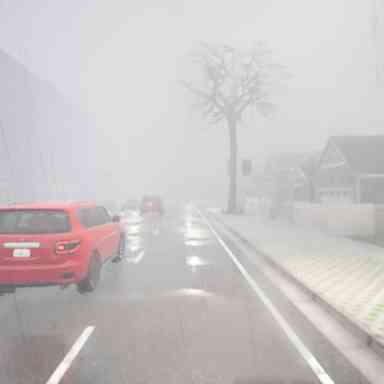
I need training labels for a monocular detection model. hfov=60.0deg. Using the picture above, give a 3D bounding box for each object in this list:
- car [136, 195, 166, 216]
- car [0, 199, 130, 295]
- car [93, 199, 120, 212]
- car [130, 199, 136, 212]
[{"bbox_3d":[-3.888,1.284,33.237,2.150,2.045,5.566,-1,0,-2],"label":"car"},{"bbox_3d":[-3.313,1.264,9.046,2.150,2.045,5.566,-1,0,-1],"label":"car"},{"bbox_3d":[-10.697,1.681,42.121,2.033,1.411,5.357,-1,0,-1],"label":"car"},{"bbox_3d":[-7.422,1.607,40.346,1.837,1.490,4.892,-1,-1,-1],"label":"car"}]
